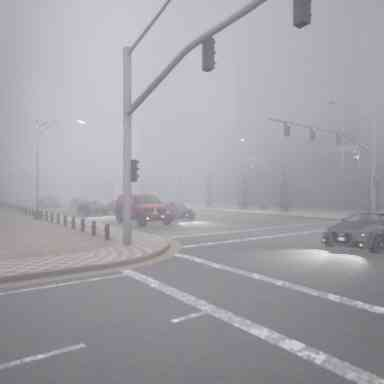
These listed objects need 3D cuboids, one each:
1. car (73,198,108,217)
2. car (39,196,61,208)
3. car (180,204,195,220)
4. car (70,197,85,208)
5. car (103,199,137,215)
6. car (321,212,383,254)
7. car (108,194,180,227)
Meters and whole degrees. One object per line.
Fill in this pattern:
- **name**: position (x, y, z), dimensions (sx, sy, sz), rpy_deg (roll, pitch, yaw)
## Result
- **car**: position (-9.269, 1.507, 30.969), dimensions (1.994, 1.385, 4.181), rpy_deg (0, 0, -35)
- **car**: position (-19.572, 1.294, 45.770), dimensions (2.097, 1.767, 4.553), rpy_deg (0, 0, -35)
- **car**: position (-1.540, 1.507, 26.118), dimensions (1.994, 1.385, 4.181), rpy_deg (0, 0, -36)
- **car**: position (-15.377, 1.421, 45.853), dimensions (1.882, 1.535, 5.008), rpy_deg (0, 0, -35)
- **car**: position (-7.561, 1.507, 34.630), dimensions (1.994, 1.385, 4.181), rpy_deg (0, 0, -35)
- **car**: position (7.095, 1.534, 13.350), dimensions (4.181, 1.385, 1.994), rpy_deg (0, 0, -35)
- **car**: position (-3.432, 1.165, 22.742), dimensions (2.150, 2.045, 5.566), rpy_deg (0, 0, -36)
